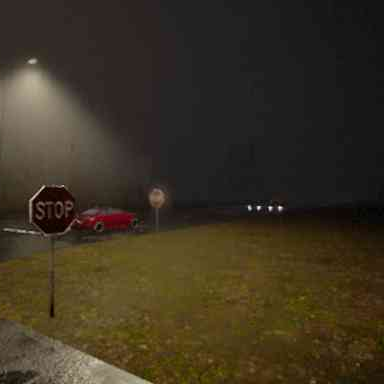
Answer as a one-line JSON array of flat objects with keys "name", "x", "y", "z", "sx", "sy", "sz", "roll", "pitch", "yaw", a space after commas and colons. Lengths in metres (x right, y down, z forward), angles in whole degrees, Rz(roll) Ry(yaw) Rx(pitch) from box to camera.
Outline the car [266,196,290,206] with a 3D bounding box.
[{"name": "car", "x": 14.246, "y": 1.466, "z": 53.647, "sx": 1.882, "sy": 1.535, "sz": 5.008, "roll": 0, "pitch": 0, "yaw": 35}]

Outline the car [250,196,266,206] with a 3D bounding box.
[{"name": "car", "x": 11.363, "y": 1.460, "z": 55.632, "sx": 1.882, "sy": 1.535, "sz": 5.008, "roll": 0, "pitch": 0, "yaw": 35}]

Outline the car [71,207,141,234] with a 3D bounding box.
[{"name": "car", "x": -4.967, "y": 1.555, "z": 19.572, "sx": 1.994, "sy": 1.385, "sz": 4.181, "roll": 0, "pitch": 0, "yaw": 35}]
